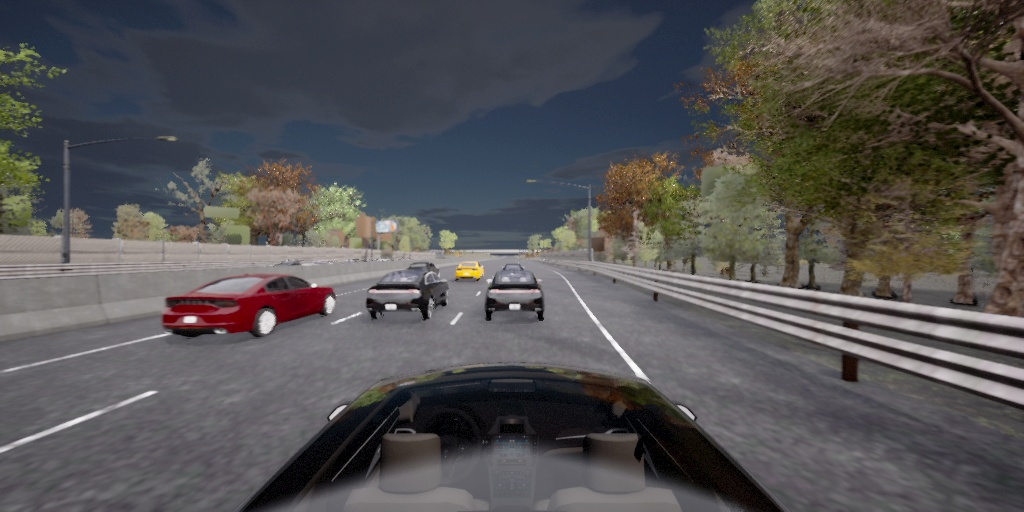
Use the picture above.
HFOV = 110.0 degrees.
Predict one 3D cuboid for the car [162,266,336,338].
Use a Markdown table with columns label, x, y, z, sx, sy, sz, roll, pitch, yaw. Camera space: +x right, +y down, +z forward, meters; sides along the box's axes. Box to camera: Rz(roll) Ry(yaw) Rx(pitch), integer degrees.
| label | x | y | z | sx | sy | sz | roll | pitch | yaw |
| --- | --- | --- | --- | --- | --- | --- | --- | --- | --- |
| car | -6.923 | 1.213 | 10.199 | 1.882 | 1.535 | 5.008 | 0 | 0 | 0 |

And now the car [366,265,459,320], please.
| label | x | y | z | sx | sy | sz | roll | pitch | yaw |
| --- | --- | --- | --- | --- | --- | --- | --- | --- | --- |
| car | -3.414 | 1.223 | 12.550 | 2.128 | 1.511 | 4.902 | 0 | 0 | 0 |

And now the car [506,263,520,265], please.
| label | x | y | z | sx | sy | sz | roll | pitch | yaw |
| --- | --- | --- | --- | --- | --- | --- | --- | --- | --- |
| car | 0.087 | 1.273 | 28.442 | 1.994 | 1.385 | 4.181 | 0 | 0 | 0 |

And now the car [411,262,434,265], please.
| label | x | y | z | sx | sy | sz | roll | pitch | yaw |
| --- | --- | --- | --- | --- | --- | --- | --- | --- | --- |
| car | -6.912 | 1.213 | 28.108 | 1.837 | 1.490 | 4.892 | 0 | 0 | 0 |

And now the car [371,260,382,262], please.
| label | x | y | z | sx | sy | sz | roll | pitch | yaw |
| --- | --- | --- | --- | --- | --- | --- | --- | --- | --- |
| car | -17.574 | 1.257 | 46.521 | 1.994 | 1.385 | 4.181 | 0 | 0 | 0 |

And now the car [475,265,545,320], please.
| label | x | y | z | sx | sy | sz | roll | pitch | yaw |
| --- | --- | --- | --- | --- | --- | --- | --- | --- | --- |
| car | 0.086 | 1.223 | 12.578 | 2.128 | 1.511 | 4.902 | 0 | 0 | 0 |

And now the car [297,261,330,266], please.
| label | x | y | z | sx | sy | sz | roll | pitch | yaw |
| --- | --- | --- | --- | --- | --- | --- | --- | --- | --- |
| car | -24.574 | 1.293 | 45.432 | 1.895 | 1.301 | 4.718 | 0 | 0 | 0 |

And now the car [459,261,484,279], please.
| label | x | y | z | sx | sy | sz | roll | pitch | yaw |
| --- | --- | --- | --- | --- | --- | --- | --- | --- | --- |
| car | -3.410 | 1.185 | 29.419 | 1.882 | 1.535 | 5.008 | 0 | 0 | 0 |

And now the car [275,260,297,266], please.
| label | x | y | z | sx | sy | sz | roll | pitch | yaw |
| --- | --- | --- | --- | --- | --- | --- | --- | --- | --- |
| car | -28.046 | 1.256 | 45.402 | 1.994 | 1.385 | 4.181 | 0 | 0 | 0 |

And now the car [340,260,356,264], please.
| label | x | y | z | sx | sy | sz | roll | pitch | yaw |
| --- | --- | --- | --- | --- | --- | --- | --- | --- | --- |
| car | -21.071 | 1.257 | 46.513 | 1.994 | 1.385 | 4.181 | 0 | 0 | 0 |
